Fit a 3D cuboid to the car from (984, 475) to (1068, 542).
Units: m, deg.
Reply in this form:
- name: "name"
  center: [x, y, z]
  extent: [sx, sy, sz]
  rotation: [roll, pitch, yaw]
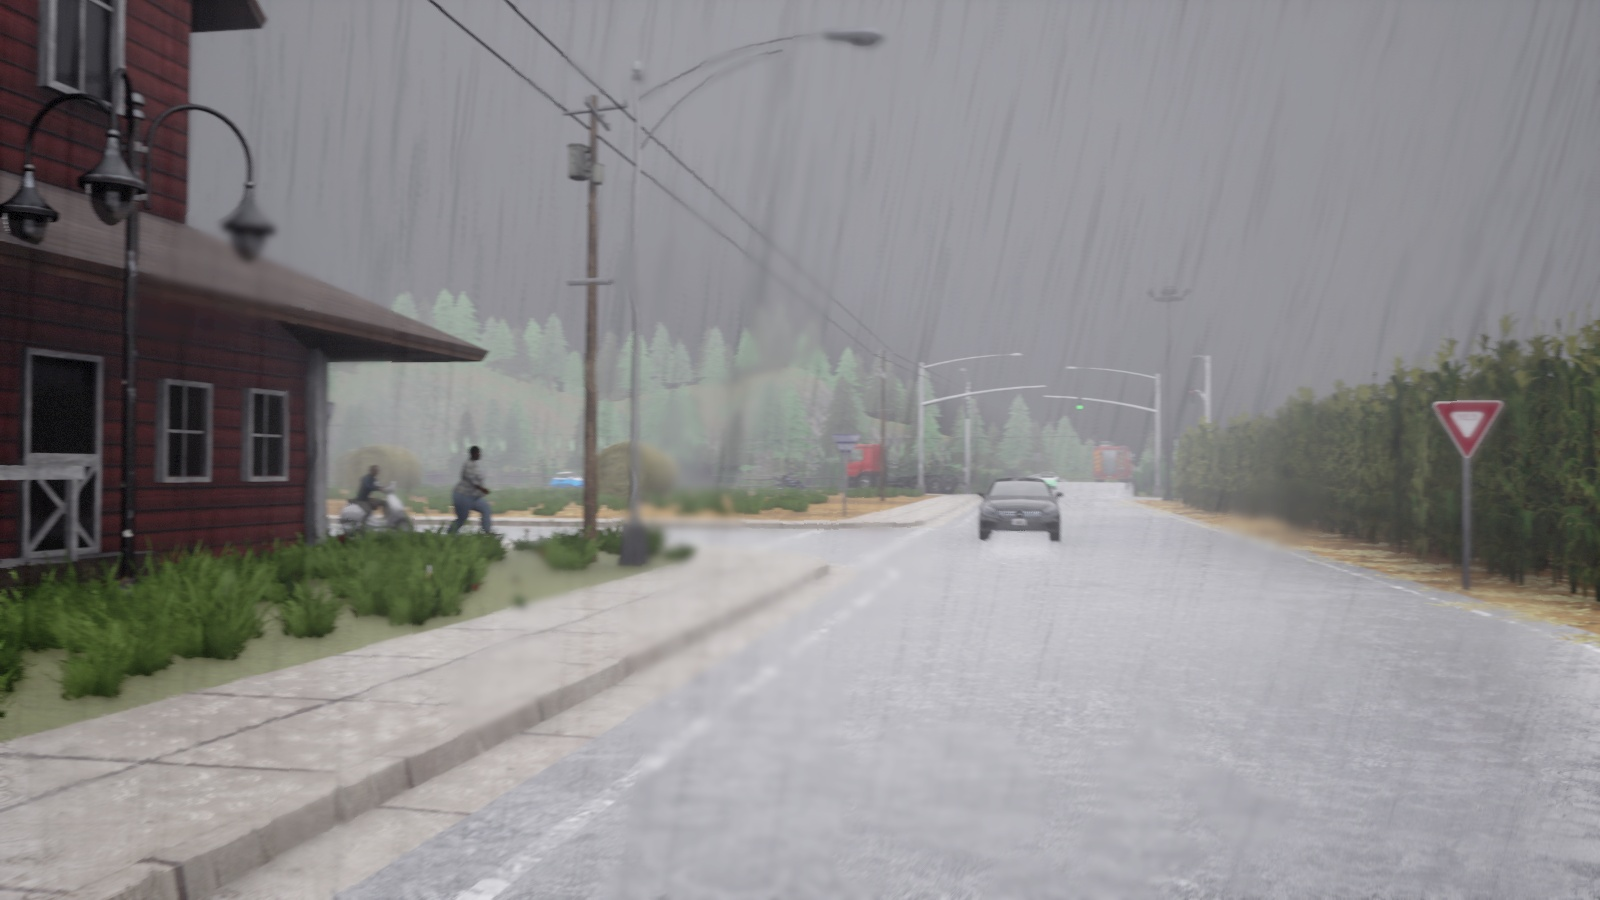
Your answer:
- name: "car"
  center: [5.365, 1.321, 29.784]
  extent: [1.812, 1.442, 4.674]
  rotation: [0, -1, 11]

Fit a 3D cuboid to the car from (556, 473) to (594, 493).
- name: "car"
  center: [-15.587, 2.300, 87.113]
  extent: [2.207, 1.376, 1.481]
  rotation: [-1, -1, 14]

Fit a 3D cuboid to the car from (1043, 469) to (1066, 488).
- name: "car"
  center: [19.212, 2.143, 94.848]
  extent: [1.481, 1.376, 2.207]
  rotation: [0, 2, 16]

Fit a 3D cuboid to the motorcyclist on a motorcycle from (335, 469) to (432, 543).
- name: "motorcyclist on a motorcycle"
  center: [-9.160, 1.213, 27.662]
  extent: [1.817, 1.590, 0.866]
  rotation: [0, -1, 10]

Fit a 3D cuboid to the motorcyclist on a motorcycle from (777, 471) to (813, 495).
- name: "motorcyclist on a motorcycle"
  center: [-0.328, 2.194, 83.420]
  extent: [2.191, 1.530, 0.866]
  rotation: [0, -1, 14]

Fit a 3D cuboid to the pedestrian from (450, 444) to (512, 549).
- name: "pedestrian"
  center: [-5.752, 0.834, 22.688]
  extent: [0.900, 1.855, 0.874]
  rotation: [0, -1, 0]

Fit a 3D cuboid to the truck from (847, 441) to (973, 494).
- name: "truck"
  center: [7.377, 1.183, 84.758]
  extent: [7.936, 3.462, 2.891]
  rotation: [-1, -1, 26]
